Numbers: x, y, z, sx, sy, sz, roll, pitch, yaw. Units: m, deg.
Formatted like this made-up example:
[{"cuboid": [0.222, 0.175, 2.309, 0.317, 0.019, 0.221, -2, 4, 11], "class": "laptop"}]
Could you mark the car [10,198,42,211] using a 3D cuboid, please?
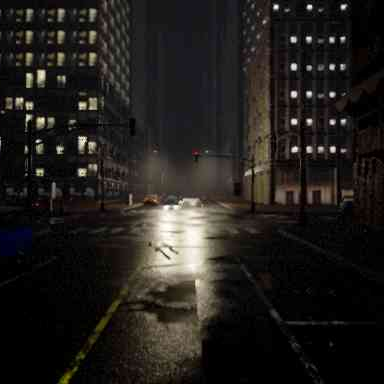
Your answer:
[{"cuboid": [-16.496, 1.303, 31.382, 4.097, 1.590, 1.967, 0, -1, 0], "class": "car"}]

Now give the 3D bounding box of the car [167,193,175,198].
[{"cuboid": [-5.689, 0.987, 91.404, 2.008, 1.369, 4.403, 1, 0, 0], "class": "car"}]

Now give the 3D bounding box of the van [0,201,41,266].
[{"cuboid": [-5.810, 1.286, 8.737, 1.690, 1.788, 3.998, 1, 0, 0], "class": "van"}]

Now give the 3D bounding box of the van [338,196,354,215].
[{"cuboid": [15.979, 1.260, 31.315, 3.998, 1.788, 1.690, 0, -1, 0], "class": "van"}]

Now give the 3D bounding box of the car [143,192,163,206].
[{"cuboid": [-5.681, 1.150, 46.803, 1.967, 1.590, 4.097, 1, 0, 0], "class": "car"}]

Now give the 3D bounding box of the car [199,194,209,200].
[{"cuboid": [2.693, 1.105, 74.750, 1.947, 1.339, 4.313, 1, 0, 0], "class": "car"}]

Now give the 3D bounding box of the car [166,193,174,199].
[{"cuboid": [-5.688, 1.016, 85.829, 1.887, 1.381, 4.507, 1, 0, 0], "class": "car"}]

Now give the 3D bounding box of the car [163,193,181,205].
[{"cuboid": [-3.080, 1.288, 50.616, 1.895, 1.301, 4.718, 0, 0, 0], "class": "car"}]

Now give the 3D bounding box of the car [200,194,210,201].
[{"cuboid": [2.695, 1.098, 69.343, 1.752, 1.417, 4.829, 1, 0, 0], "class": "car"}]

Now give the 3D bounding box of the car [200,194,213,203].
[{"cuboid": [2.694, 1.224, 58.017, 1.802, 1.307, 4.206, 1, 0, 0], "class": "car"}]
